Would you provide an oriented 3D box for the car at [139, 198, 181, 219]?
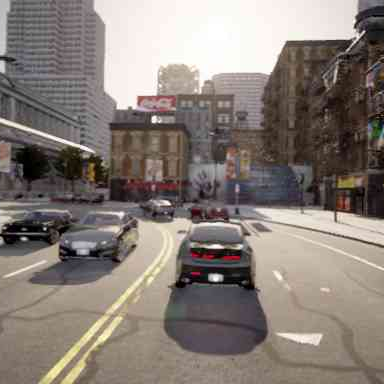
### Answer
[{"bbox_3d":[-3.077,1.452,28.833,2.128,1.511,4.902,2,0,-25],"label":"car"}]

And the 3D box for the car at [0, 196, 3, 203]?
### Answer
[{"bbox_3d":[-29.251,0.681,47.314,4.553,1.767,2.097,1,0,21],"label":"car"}]

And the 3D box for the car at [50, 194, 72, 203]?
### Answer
[{"bbox_3d":[-21.293,1.059,55.070,4.674,1.452,2.002,1,0,25],"label":"car"}]

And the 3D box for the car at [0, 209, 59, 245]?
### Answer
[{"bbox_3d":[-6.482,1.458,14.714,1.895,1.301,4.718,1,0,-5],"label":"car"}]

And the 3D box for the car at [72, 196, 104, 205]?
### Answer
[{"bbox_3d":[-16.196,1.258,52.457,4.718,1.301,1.895,1,0,35],"label":"car"}]

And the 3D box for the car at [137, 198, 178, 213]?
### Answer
[{"bbox_3d":[-4.019,1.496,37.405,2.033,1.411,5.357,1,0,-38],"label":"car"}]

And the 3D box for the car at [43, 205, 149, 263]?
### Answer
[{"bbox_3d":[-3.064,1.430,11.826,2.128,1.511,4.902,2,0,0],"label":"car"}]

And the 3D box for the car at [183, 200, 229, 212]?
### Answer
[{"bbox_3d":[1.277,1.420,27.525,2.097,1.767,4.553,1,0,-21],"label":"car"}]

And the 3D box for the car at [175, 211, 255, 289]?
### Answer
[{"bbox_3d":[0.621,1.532,9.303,1.837,1.490,4.892,2,0,3],"label":"car"}]
